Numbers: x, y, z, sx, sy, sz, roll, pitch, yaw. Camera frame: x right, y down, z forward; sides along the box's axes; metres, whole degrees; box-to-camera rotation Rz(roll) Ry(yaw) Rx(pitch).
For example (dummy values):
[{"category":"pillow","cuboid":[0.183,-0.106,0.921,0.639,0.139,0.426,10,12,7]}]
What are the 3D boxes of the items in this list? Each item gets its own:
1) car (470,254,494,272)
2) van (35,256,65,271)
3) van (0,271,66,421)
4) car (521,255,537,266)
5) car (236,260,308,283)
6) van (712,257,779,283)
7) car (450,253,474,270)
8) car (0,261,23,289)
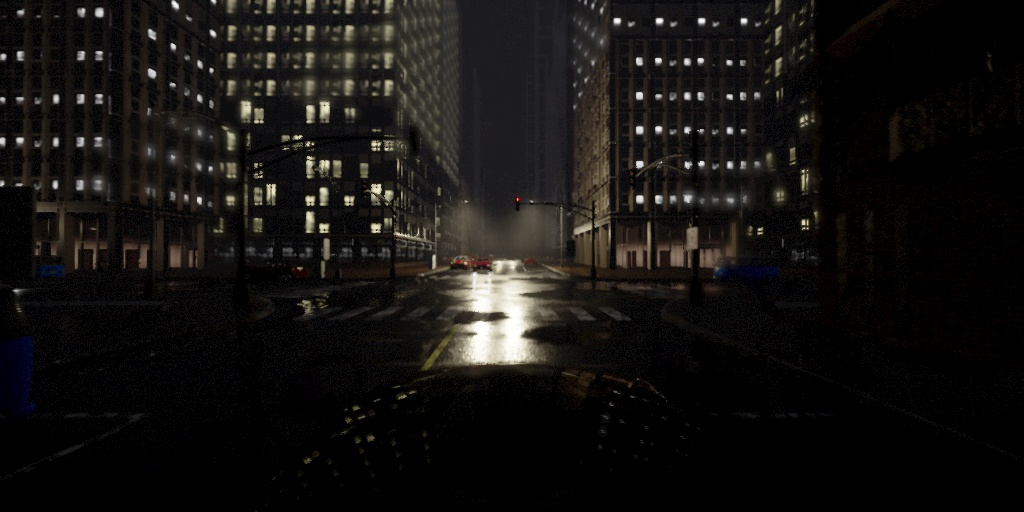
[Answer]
[{"category":"car","cuboid":[-3.012,0.862,37.771,1.812,1.442,4.674,0,1,0]},{"category":"van","cuboid":[-33.446,0.856,24.675,3.998,1.789,1.690,0,0,0]},{"category":"van","cuboid":[-5.828,1.087,2.018,1.690,1.789,3.998,0,0,0]},{"category":"car","cuboid":[2.674,0.753,51.296,1.802,1.307,4.207,0,0,0]},{"category":"car","cuboid":[-16.500,0.980,24.643,4.097,1.591,1.967,0,0,0]},{"category":"van","cuboid":[15.973,0.935,24.581,3.998,1.789,1.690,0,0,0]},{"category":"car","cuboid":[-5.703,0.741,40.082,1.967,1.591,4.097,0,0,0]},{"category":"car","cuboid":[-29.338,1.003,18.887,4.674,1.442,1.812,0,0,0]}]
